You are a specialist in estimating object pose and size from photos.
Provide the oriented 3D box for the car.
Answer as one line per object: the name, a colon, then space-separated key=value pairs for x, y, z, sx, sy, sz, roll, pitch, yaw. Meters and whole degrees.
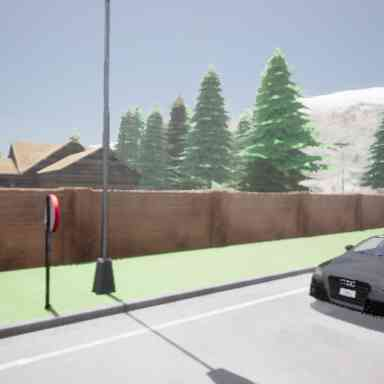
car: x=4.432 y=1.655 z=7.161 sx=4.181 sy=1.385 sz=1.994 roll=1 pitch=0 yaw=-35
